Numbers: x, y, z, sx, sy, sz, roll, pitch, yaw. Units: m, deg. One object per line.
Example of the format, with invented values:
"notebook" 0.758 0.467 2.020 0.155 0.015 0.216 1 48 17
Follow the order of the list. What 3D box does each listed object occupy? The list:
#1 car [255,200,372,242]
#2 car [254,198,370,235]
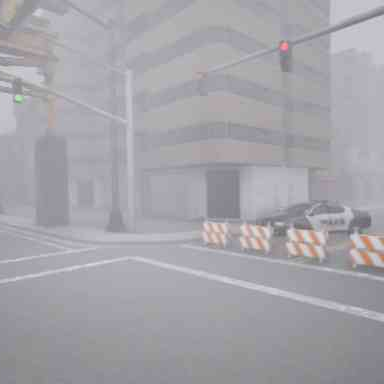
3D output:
"car" 5.123 1.132 14.346 4.974 1.542 2.038 -1 1 -19
"car" 5.168 0.973 14.361 4.536 1.218 1.853 -1 1 -19
